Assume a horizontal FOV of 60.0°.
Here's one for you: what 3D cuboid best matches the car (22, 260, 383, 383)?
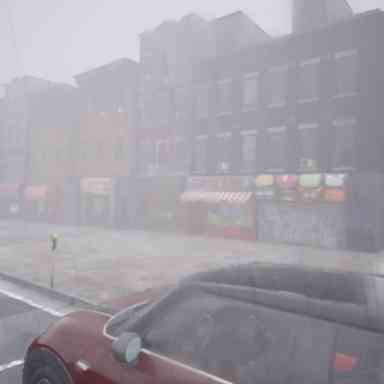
[{"bbox_3d":[0.482,1.412,2.830,4.553,1.767,2.097,0,-1,38],"label":"car"}]
